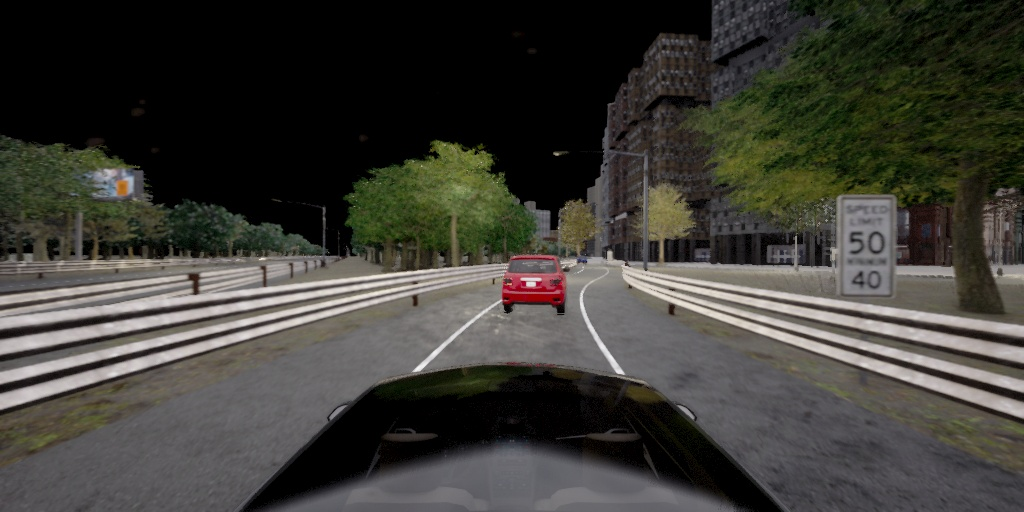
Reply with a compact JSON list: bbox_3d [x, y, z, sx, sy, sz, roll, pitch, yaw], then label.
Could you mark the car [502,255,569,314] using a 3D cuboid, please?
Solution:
[{"bbox_3d":[1.033,0.997,14.056,2.150,2.045,5.566,0,0,9],"label":"car"}]
